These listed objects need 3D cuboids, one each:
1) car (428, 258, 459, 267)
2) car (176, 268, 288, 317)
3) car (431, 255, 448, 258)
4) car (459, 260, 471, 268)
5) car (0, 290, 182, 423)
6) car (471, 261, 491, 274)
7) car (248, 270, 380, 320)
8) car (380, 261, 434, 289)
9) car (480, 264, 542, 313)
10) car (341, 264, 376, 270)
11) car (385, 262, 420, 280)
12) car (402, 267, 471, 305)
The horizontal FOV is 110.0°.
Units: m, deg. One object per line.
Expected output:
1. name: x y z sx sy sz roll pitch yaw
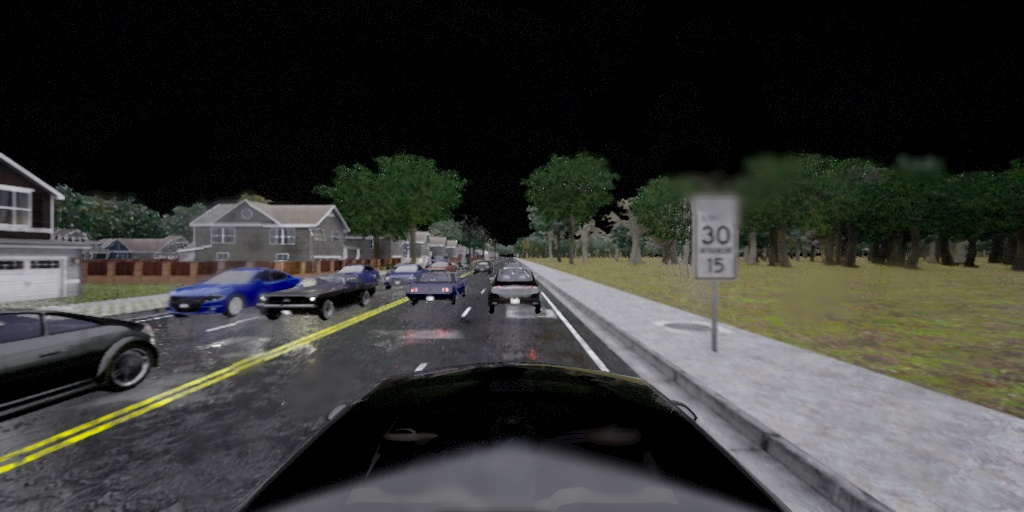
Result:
1. car: -6.545 1.215 33.364 1.882 1.535 5.008 0 0 1
2. car: -9.840 1.223 13.282 1.882 1.535 5.008 0 0 0
3. car: -9.745 0.866 47.487 2.150 2.045 5.566 0 0 0
4. car: -6.495 1.203 47.517 1.994 1.385 4.181 0 0 0
5. car: -6.597 1.314 3.948 1.994 1.385 4.181 0 0 0
6. car: -3.187 1.260 40.542 1.812 1.442 4.674 0 0 0
7. car: -6.592 1.347 12.707 1.895 1.301 4.718 0 0 0
8. car: -6.550 1.268 22.870 1.812 1.442 4.674 0 0 0
9. car: 0.101 1.237 13.964 2.128 1.511 4.902 0 0 0
10. car: -9.802 1.268 22.572 1.812 1.442 4.674 0 0 0
11. car: -9.806 1.302 32.488 1.994 1.385 4.181 0 0 -1
12. car: -3.145 1.345 16.046 1.895 1.301 4.718 0 0 0
